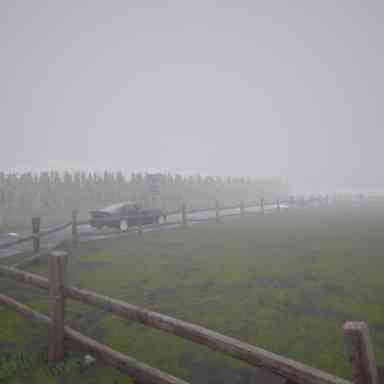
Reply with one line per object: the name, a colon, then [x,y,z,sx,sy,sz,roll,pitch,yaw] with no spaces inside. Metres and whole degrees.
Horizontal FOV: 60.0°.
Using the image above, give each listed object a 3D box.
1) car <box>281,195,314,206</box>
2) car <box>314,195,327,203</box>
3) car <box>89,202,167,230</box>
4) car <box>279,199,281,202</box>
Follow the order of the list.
car: [13.879,1.070,43.513,2.128,1.511,4.902,-1,0,36]
car: [19.824,1.089,51.942,1.895,1.301,4.718,-1,0,35]
car: [-3.521,1.323,19.174,1.882,1.535,5.008,-1,0,35]
car: [14.649,1.180,49.414,1.895,1.301,4.718,-1,0,35]
